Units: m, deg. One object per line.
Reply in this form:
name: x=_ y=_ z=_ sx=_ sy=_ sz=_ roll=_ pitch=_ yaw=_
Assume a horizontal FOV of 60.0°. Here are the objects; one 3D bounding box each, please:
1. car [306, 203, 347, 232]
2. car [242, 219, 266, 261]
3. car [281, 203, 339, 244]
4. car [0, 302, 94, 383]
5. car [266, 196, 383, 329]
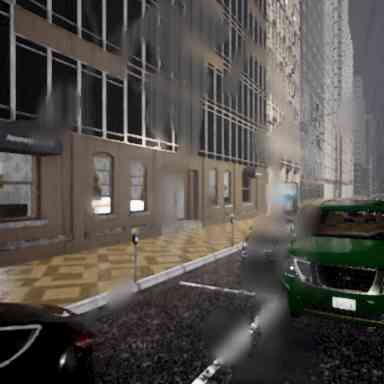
car: x=8.700 y=1.520 z=21.252 sx=1.752 sy=1.417 sz=4.829 roll=0 pitch=0 yaw=30
car: x=3.145 y=1.549 z=11.610 sx=2.008 sy=1.369 sz=4.403 roll=0 pitch=0 yaw=30
car: x=5.965 y=1.436 z=16.506 sx=1.967 sy=1.590 sz=4.097 roll=0 pitch=0 yaw=30
car: x=-2.496 y=1.570 z=1.823 sx=1.947 sy=1.339 sz=4.313 roll=0 pitch=0 yaw=30
car: x=3.521 y=1.218 z=7.078 sx=2.150 sy=2.045 sz=5.566 roll=0 pitch=0 yaw=30
